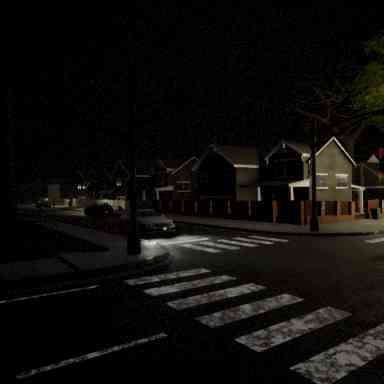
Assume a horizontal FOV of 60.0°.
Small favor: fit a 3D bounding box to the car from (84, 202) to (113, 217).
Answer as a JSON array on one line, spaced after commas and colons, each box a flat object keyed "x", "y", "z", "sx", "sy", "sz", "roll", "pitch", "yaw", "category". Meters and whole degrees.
[{"x": -9.884, "y": 1.818, "z": 35.036, "sx": 2.128, "sy": 1.511, "sz": 4.902, "roll": -1, "pitch": 0, "yaw": -35, "category": "car"}]

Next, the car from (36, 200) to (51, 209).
[{"x": -26.072, "y": 2.156, "z": 58.373, "sx": 2.128, "sy": 1.511, "sz": 4.902, "roll": -1, "pitch": 0, "yaw": -35, "category": "car"}]

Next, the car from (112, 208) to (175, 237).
[{"x": -2.805, "y": 1.718, "z": 19.735, "sx": 1.812, "sy": 1.442, "sz": 4.674, "roll": -1, "pitch": 0, "yaw": -35, "category": "car"}]
